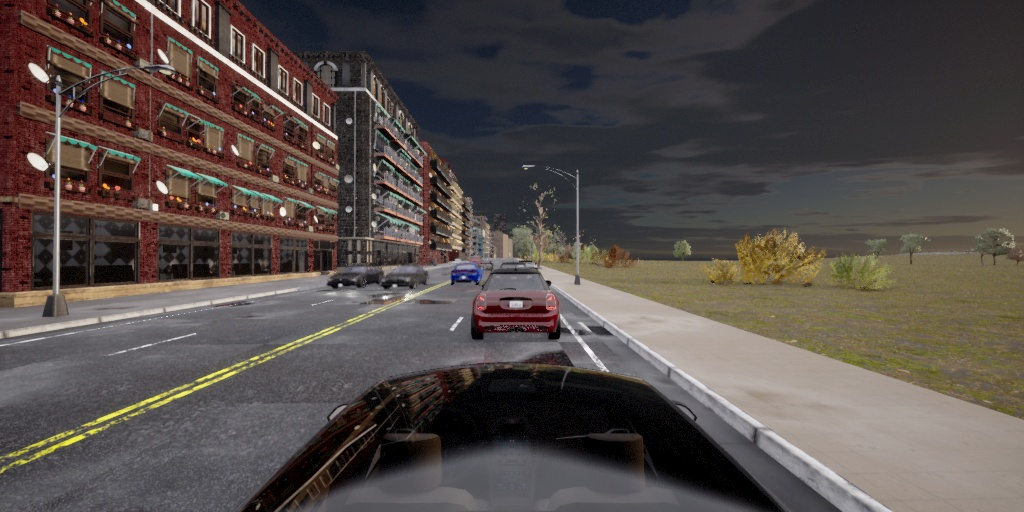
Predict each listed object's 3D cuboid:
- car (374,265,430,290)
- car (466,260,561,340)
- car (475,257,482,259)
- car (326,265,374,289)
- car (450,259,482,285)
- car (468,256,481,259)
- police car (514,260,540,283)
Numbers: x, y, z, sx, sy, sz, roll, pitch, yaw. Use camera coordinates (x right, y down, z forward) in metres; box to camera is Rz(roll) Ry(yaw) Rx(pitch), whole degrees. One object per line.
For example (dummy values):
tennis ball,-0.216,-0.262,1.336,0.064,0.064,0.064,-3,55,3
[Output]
car,-6.621,1.301,22.872,2.033,1.411,5.357,0,0,0
car,0.084,1.103,10.169,2.097,1.767,4.553,0,0,0
car,-3.190,1.241,44.217,2.128,1.511,4.902,0,0,0
car,-9.870,1.301,23.278,2.033,1.411,5.357,0,0,0
car,-3.173,1.231,25.995,1.882,1.535,5.008,0,0,0
car,-6.609,0.971,64.682,2.150,2.045,5.566,0,0,1
police car,1.110,1.179,29.437,1.930,1.638,5.238,0,0,0
